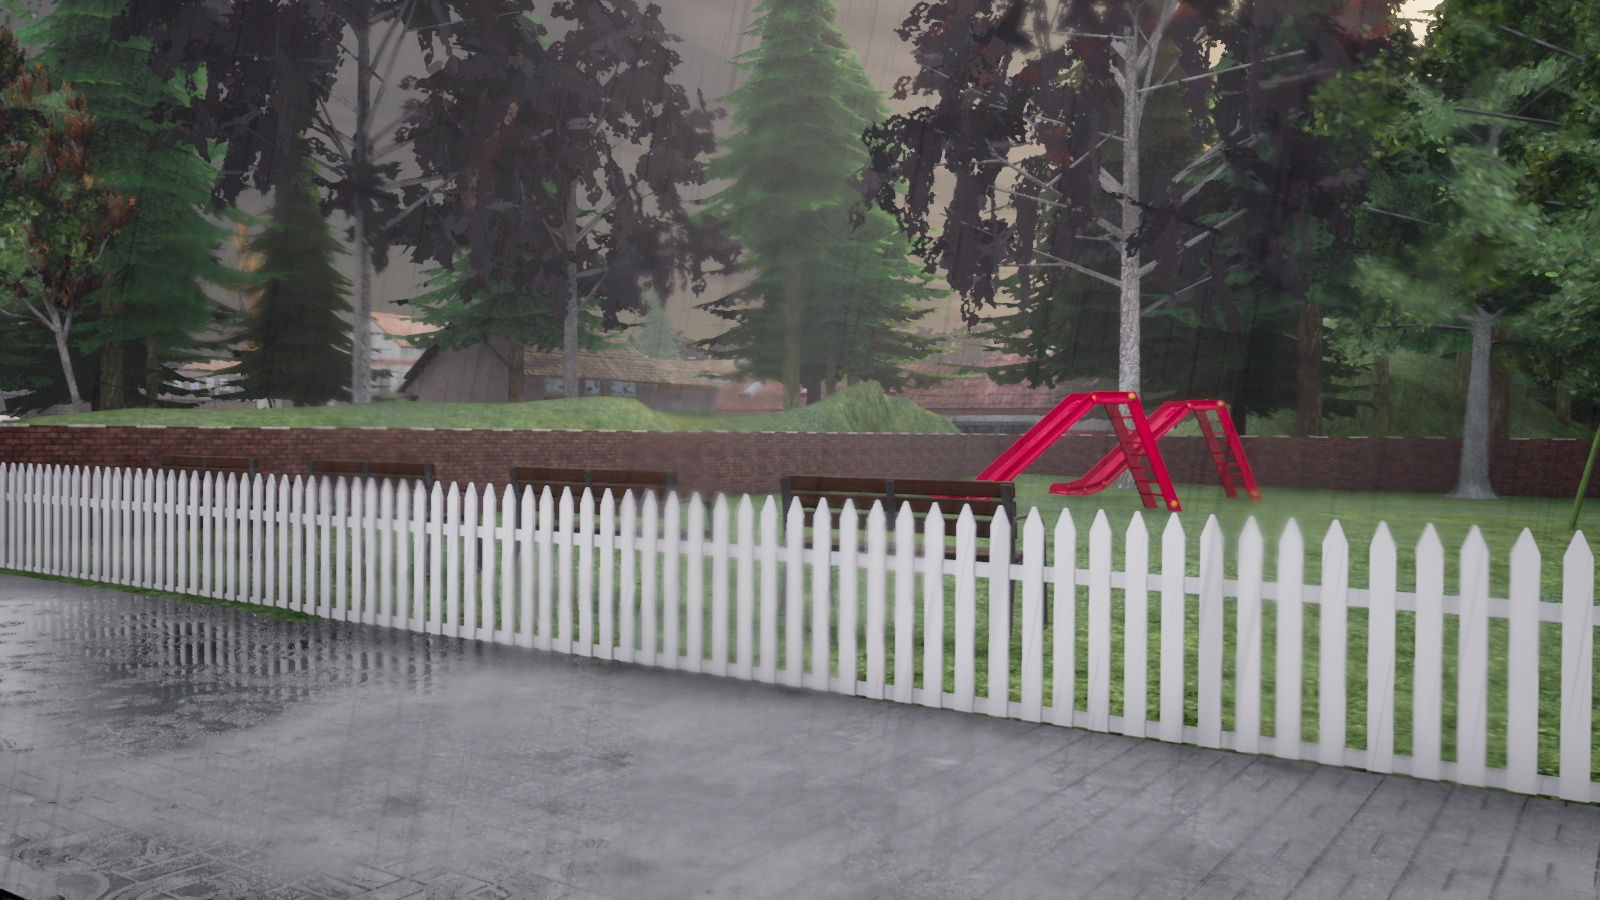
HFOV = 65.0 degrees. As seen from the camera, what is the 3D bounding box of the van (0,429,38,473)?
[{"bbox_3d":[-38.423,0.041,58.519,2.069,2.038,4.480,0,1,34],"label":"van"}]
